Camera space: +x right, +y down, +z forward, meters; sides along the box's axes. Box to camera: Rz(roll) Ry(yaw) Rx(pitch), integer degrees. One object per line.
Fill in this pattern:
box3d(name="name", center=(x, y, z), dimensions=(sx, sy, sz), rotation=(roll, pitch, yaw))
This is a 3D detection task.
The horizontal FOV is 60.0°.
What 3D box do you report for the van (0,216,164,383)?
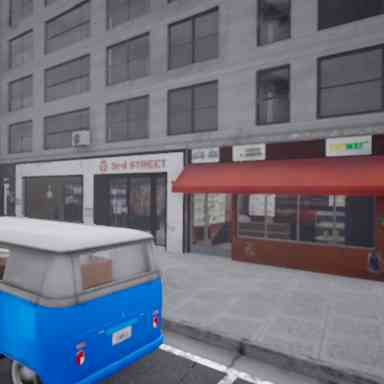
box3d(name="van", center=(-2.267, 1.305, 4.687), dimensions=(3.998, 1.788, 1.690), rotation=(1, 0, 35))
